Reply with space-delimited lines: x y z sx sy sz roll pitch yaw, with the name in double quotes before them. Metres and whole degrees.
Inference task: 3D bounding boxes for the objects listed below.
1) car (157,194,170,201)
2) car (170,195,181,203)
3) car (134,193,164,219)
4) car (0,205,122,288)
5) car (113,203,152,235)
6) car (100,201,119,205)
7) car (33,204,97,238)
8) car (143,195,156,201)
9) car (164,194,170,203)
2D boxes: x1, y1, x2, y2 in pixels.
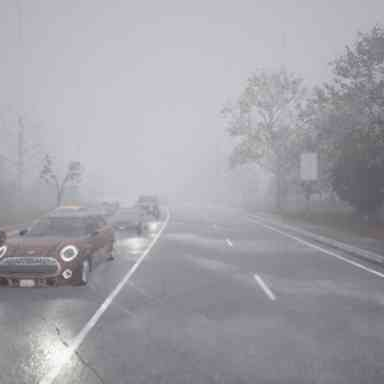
"car" -7.061 1.318 81.733 2.097 1.767 4.553 0 0 -22
"car" -3.849 1.443 72.276 2.097 1.767 4.553 0 0 -18
"car" -4.040 1.322 30.703 2.150 2.045 5.566 0 0 -3
"car" -3.616 1.407 9.511 2.097 1.767 4.553 0 0 0
"car" -3.698 1.617 19.775 1.812 1.442 4.674 0 0 -1
"car" -7.532 1.593 30.391 2.128 1.511 4.902 0 0 -2
"car" -7.199 1.568 19.498 1.882 1.535 5.008 0 0 -1
"car" -10.310 1.513 80.426 1.994 1.385 4.181 0 0 -22
"car" -6.906 1.310 70.337 2.150 2.045 5.566 0 0 -18
